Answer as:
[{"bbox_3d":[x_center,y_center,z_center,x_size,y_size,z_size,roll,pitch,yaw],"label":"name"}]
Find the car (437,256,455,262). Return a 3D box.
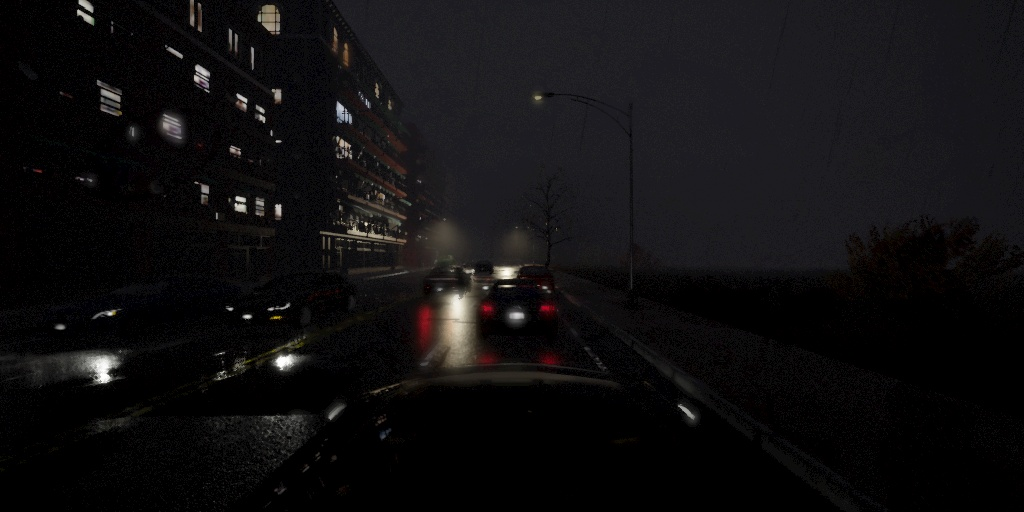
[{"bbox_3d":[-9.804,0.972,53.619,2.150,2.045,5.566,0,0,0],"label":"car"}]

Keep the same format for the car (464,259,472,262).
[{"bbox_3d":[-6.551,1.256,54.736,1.837,1.490,4.892,0,0,0],"label":"car"}]

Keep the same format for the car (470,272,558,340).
[{"bbox_3d":[0.107,1.315,10.040,1.994,1.385,4.181,0,0,0],"label":"car"}]

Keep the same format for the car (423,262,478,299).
[{"bbox_3d":[-3.139,1.244,18.119,2.128,1.511,4.902,0,0,0],"label":"car"}]

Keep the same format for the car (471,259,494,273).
[{"bbox_3d":[-3.119,1.229,40.587,1.882,1.535,5.008,0,0,0],"label":"car"}]

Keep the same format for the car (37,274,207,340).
[{"bbox_3d":[-9.847,1.277,10.149,1.812,1.442,4.674,0,0,0],"label":"car"}]

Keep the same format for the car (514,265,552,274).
[{"bbox_3d":[1.149,1.230,18.960,1.882,1.535,5.008,0,0,0],"label":"car"}]

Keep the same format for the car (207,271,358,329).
[{"bbox_3d":[-6.595,1.256,11.361,1.837,1.490,4.892,0,0,0],"label":"car"}]
